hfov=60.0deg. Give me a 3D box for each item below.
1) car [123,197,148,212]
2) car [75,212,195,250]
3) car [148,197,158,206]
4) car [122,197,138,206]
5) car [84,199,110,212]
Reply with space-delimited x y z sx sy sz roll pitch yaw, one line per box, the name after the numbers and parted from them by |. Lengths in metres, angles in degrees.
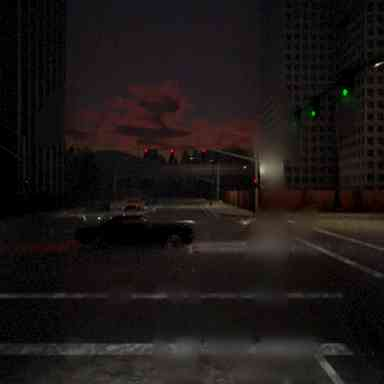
-7.173 1.585 41.594 1.882 1.535 5.008 0 0 0 | car
-2.237 1.637 13.865 4.718 1.301 1.895 0 0 -1 | car
-7.176 1.675 58.136 1.812 1.442 4.674 0 0 0 | car
-10.677 1.626 57.838 1.882 1.535 5.008 0 -1 0 | car
-10.672 1.575 37.787 1.882 1.535 5.008 0 0 0 | car
